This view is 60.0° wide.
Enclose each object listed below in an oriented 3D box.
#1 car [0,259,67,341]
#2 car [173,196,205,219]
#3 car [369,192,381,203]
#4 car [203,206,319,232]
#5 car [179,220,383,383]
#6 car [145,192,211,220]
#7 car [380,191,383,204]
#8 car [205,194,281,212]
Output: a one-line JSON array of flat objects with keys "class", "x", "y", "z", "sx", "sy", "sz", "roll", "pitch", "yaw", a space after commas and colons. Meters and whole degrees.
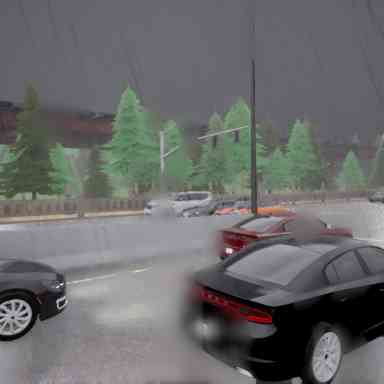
[{"class": "car", "x": -4.424, "y": 1.504, "z": 4.895, "sx": 4.892, "sy": 1.490, "sz": 1.837, "roll": 0, "pitch": 0, "yaw": -35}, {"class": "car", "x": 1.559, "y": 1.267, "z": 22.344, "sx": 4.902, "sy": 1.511, "sz": 2.128, "roll": -1, "pitch": 1, "yaw": -36}, {"class": "car", "x": 24.986, "y": 0.689, "z": 43.448, "sx": 4.892, "sy": 1.490, "sz": 1.837, "roll": -2, "pitch": 1, "yaw": -36}, {"class": "car", "x": 2.999, "y": 1.358, "z": 10.238, "sx": 5.008, "sy": 1.535, "sz": 1.882, "roll": -1, "pitch": 1, "yaw": -35}, {"class": "car", "x": 2.157, "y": 1.421, "z": 5.351, "sx": 5.008, "sy": 1.535, "sz": 1.882, "roll": -1, "pitch": 1, "yaw": -35}, {"class": "car", "x": -0.781, "y": 1.005, "z": 24.974, "sx": 5.566, "sy": 2.045, "sz": 2.150, "roll": -1, "pitch": 1, "yaw": -36}, {"class": "car", "x": 24.183, "y": 0.778, "z": 38.566, "sx": 4.674, "sy": 1.442, "sz": 1.812, "roll": -1, "pitch": 1, "yaw": -36}, {"class": "car", "x": 3.327, "y": 1.132, "z": 19.306, "sx": 4.553, "sy": 1.767, "sz": 2.097, "roll": -1, "pitch": 1, "yaw": -36}]
